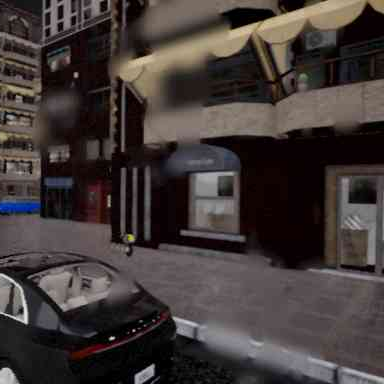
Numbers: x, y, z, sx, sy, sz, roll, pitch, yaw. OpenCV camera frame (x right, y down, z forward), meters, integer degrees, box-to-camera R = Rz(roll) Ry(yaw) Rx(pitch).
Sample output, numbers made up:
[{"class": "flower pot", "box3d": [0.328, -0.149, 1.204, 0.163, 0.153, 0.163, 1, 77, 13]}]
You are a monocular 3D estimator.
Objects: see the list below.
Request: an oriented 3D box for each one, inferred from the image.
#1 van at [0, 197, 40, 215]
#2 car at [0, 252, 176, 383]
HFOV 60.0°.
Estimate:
[{"class": "van", "box3d": [-16.504, 1.319, 32.126, 1.690, 1.788, 3.998, 0, -1, 35]}, {"class": "car", "box3d": [-2.232, 1.498, 4.464, 4.403, 1.369, 2.008, 1, 1, 35]}]
